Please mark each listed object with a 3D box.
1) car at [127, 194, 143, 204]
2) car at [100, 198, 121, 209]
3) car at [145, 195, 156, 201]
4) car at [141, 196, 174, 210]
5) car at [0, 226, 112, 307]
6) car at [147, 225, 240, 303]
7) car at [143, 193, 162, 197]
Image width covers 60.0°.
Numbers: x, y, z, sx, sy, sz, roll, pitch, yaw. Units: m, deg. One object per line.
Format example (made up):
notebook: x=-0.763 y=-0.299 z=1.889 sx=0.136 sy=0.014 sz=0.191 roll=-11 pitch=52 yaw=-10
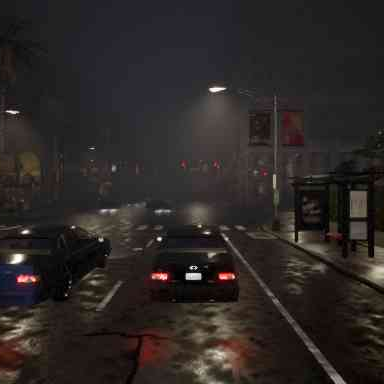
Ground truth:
car: x=-11.009 y=1.526 z=63.383 sx=1.812 sy=1.442 sz=4.674 roll=0 pitch=0 yaw=0
car: x=-10.918 y=1.564 z=44.772 sx=1.994 sy=1.385 sz=4.181 roll=0 pitch=0 yaw=0
car: x=-10.857 y=1.595 z=87.463 sx=1.895 sy=1.301 sz=4.718 roll=0 pitch=0 yaw=6
car: x=-4.532 y=1.564 z=43.331 sx=1.994 sy=1.385 sz=4.181 roll=0 pitch=0 yaw=-30
car: x=-3.476 y=1.547 z=8.236 sx=2.033 sy=1.411 sz=5.357 roll=0 pitch=0 yaw=0
car: x=0.024 y=1.547 z=8.421 sx=2.033 sy=1.411 sz=5.357 roll=0 pitch=0 yaw=0
car: x=-7.514 y=1.352 z=63.230 sx=2.097 sy=1.767 sz=4.553 roll=0 pitch=0 yaw=0
